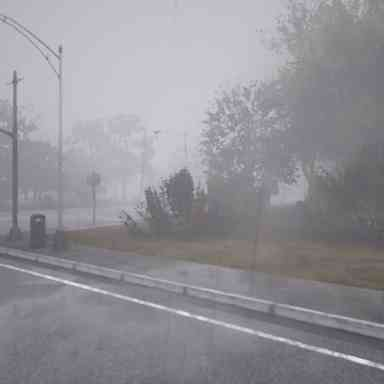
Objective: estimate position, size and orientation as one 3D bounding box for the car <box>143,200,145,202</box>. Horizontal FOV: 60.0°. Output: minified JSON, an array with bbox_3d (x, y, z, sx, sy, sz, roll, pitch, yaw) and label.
[{"bbox_3d":[-5.333,1.292,48.438,2.097,1.767,4.553,0,0,32],"label":"car"}]
